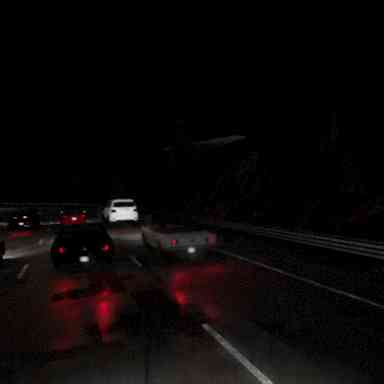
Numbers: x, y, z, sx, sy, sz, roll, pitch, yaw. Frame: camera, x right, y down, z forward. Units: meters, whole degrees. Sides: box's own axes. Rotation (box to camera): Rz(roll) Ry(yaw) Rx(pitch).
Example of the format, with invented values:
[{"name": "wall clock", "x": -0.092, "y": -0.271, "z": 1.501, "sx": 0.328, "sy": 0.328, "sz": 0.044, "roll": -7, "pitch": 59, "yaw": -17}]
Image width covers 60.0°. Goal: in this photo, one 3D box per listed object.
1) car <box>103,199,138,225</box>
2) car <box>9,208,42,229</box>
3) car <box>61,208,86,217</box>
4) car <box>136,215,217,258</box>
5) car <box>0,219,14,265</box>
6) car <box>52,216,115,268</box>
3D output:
[{"name": "car", "x": -5.901, "y": 1.593, "z": 27.081, "sx": 2.150, "sy": 2.045, "sz": 5.566, "roll": -1, "pitch": 0, "yaw": -21}, {"name": "car", "x": -12.846, "y": 2.017, "z": 25.665, "sx": 1.837, "sy": 1.490, "sz": 4.892, "roll": -1, "pitch": 0, "yaw": -21}, {"name": "car", "x": -9.618, "y": 2.016, "z": 27.025, "sx": 1.994, "sy": 1.385, "sz": 4.181, "roll": -1, "pitch": 0, "yaw": -21}, {"name": "car", "x": -0.763, "y": 1.738, "z": 13.487, "sx": 1.895, "sy": 1.301, "sz": 4.718, "roll": -1, "pitch": -1, "yaw": -20}, {"name": "car", "x": -6.791, "y": 1.783, "z": 9.567, "sx": 2.033, "sy": 1.411, "sz": 5.357, "roll": -1, "pitch": -1, "yaw": -20}, {"name": "car", "x": -4.042, "y": 1.799, "z": 12.265, "sx": 1.895, "sy": 1.301, "sz": 4.718, "roll": -1, "pitch": -1, "yaw": -20}]
